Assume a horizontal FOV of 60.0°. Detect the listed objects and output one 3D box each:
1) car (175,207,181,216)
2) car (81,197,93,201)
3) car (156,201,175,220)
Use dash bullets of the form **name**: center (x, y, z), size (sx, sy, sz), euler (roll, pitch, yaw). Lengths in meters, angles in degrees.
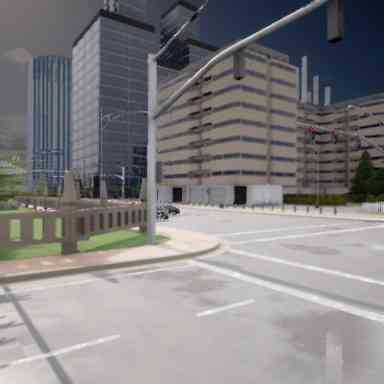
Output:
- **car**: center (-3.251, 1.608, 33.174), size (2.033, 1.411, 5.357), euler (0, 0, -35)
- **car**: center (-16.439, 1.586, 51.831), size (1.812, 1.442, 4.674), euler (0, 0, -35)
- **car**: center (-3.597, 1.612, 27.626), size (1.994, 1.385, 4.181), euler (0, 0, -35)
